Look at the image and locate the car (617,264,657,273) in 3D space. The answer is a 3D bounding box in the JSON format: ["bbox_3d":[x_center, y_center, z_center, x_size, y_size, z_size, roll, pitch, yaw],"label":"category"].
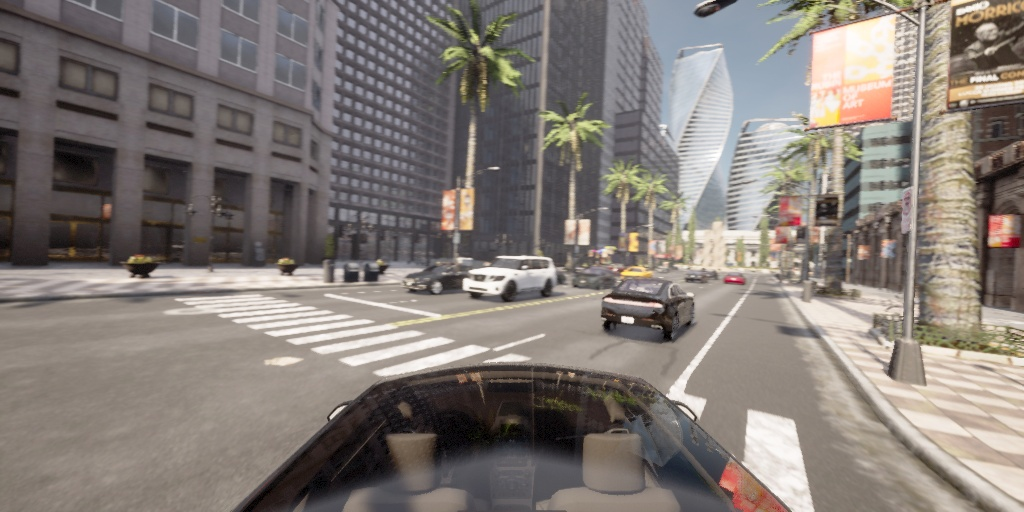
[{"bbox_3d":[11.945,1.793,34.157,1.882,1.535,5.008,3,0,35],"label":"car"}]

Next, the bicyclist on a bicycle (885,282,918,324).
[{"bbox_3d":[14.682,1.735,12.994,1.656,1.620,0.582,2,0,35],"label":"bicyclist on a bicycle"}]

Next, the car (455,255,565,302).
[{"bbox_3d":[0.139,0.983,17.494,2.150,2.045,5.566,3,0,35],"label":"car"}]

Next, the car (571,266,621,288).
[{"bbox_3d":[5.892,1.595,25.639,1.994,1.385,4.181,3,0,35],"label":"car"}]

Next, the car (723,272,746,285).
[{"bbox_3d":[25.062,2.490,40.346,1.994,1.385,4.181,3,0,35],"label":"car"}]

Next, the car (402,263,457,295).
[{"bbox_3d":[-3.380,1.103,18.593,1.837,1.490,4.892,3,0,35],"label":"car"}]

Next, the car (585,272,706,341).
[{"bbox_3d":[4.264,1.442,10.889,2.128,1.511,4.902,3,0,35],"label":"car"}]

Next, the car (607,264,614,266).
[{"bbox_3d":[8.539,1.705,35.399,2.033,1.411,5.357,3,0,36],"label":"car"}]

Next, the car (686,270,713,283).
[{"bbox_3d":[20.700,2.271,40.189,2.033,1.411,5.357,3,0,35],"label":"car"}]

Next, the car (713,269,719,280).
[{"bbox_3d":[28.216,2.568,51.029,2.128,1.511,4.902,3,0,35],"label":"car"}]
